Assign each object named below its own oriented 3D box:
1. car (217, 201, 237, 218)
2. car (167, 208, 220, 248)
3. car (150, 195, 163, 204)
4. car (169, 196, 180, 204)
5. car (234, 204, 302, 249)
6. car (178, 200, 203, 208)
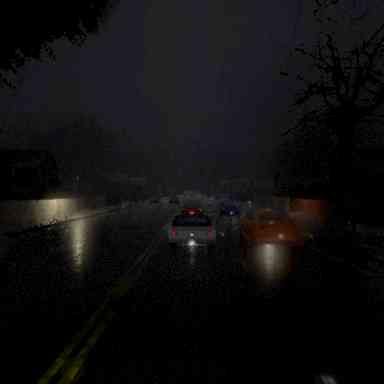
[{"bbox_3d":[3.250,1.533,29.652,1.812,1.442,4.674,0,0,0],"label":"car"},{"bbox_3d":[0.000,1.614,14.681,1.895,1.301,4.718,0,0,0],"label":"car"},{"bbox_3d":[-6.500,1.403,61.683,2.097,1.767,4.553,0,0,0],"label":"car"},{"bbox_3d":[-3.250,1.511,61.653,1.882,1.535,5.008,0,0,0],"label":"car"},{"bbox_3d":[3.250,1.482,14.651,1.882,1.535,5.008,0,0,0],"label":"car"},{"bbox_3d":[0.000,1.533,29.652,1.812,1.442,4.674,0,0,0],"label":"car"}]
